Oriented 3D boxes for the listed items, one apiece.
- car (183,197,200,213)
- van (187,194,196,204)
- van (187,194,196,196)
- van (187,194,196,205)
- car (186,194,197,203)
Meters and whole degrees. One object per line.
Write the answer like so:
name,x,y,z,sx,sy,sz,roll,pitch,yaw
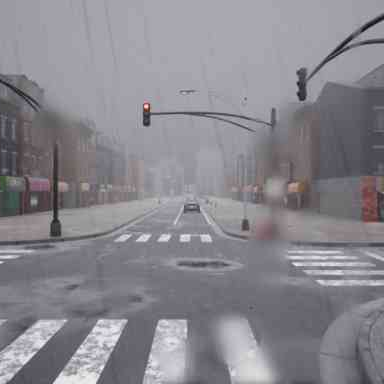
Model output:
car,-0.016,1.563,36.720,1.947,1.339,4.313,0,0,0
van,-0.119,1.348,64.748,1.690,1.788,3.998,0,0,0
van,-0.079,1.341,53.537,1.690,1.788,3.998,0,0,0
van,-0.099,1.344,59.142,1.690,1.788,3.998,0,0,0
car,-0.140,1.326,70.353,2.192,1.841,5.009,0,0,0
